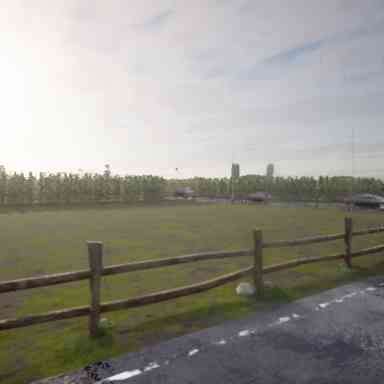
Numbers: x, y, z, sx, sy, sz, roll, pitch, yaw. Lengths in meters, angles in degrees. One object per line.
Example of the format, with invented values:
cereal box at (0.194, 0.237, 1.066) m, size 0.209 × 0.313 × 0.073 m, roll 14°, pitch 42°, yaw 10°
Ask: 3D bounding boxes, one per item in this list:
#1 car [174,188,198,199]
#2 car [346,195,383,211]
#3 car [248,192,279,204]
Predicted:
car at (-1.236, 0.262, 62.152) m, size 2.150 × 2.045 × 5.566 m, roll -1°, pitch 1°, yaw -34°
car at (18.203, 1.048, 33.666) m, size 1.837 × 1.490 × 4.892 m, roll -1°, pitch 2°, yaw -34°
car at (9.832, 0.824, 45.883) m, size 2.128 × 1.511 × 4.902 m, roll -1°, pitch 2°, yaw -34°
